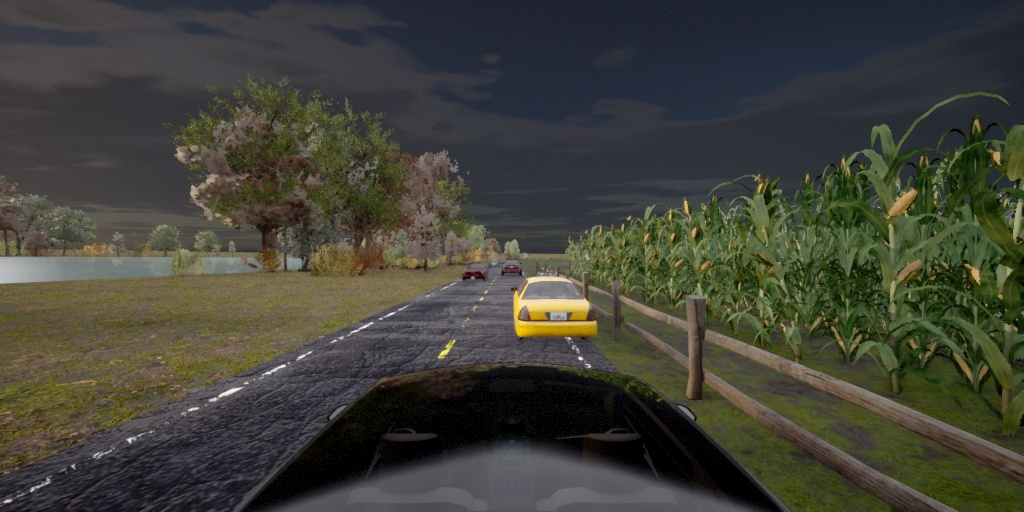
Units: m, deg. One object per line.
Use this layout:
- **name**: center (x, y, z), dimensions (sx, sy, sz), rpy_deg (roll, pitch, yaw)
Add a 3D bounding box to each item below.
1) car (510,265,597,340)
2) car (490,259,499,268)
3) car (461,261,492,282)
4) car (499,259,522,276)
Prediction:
- **car**: center (0.938, 1.204, 9.861), dimensions (1.801, 1.575, 5.366), rpy_deg (0, 0, 0)
- **car**: center (-2.927, 1.235, 60.888), dimensions (2.128, 1.511, 4.902), rpy_deg (0, 0, 0)
- **car**: center (-2.932, 1.346, 29.084), dimensions (1.895, 1.301, 4.718), rpy_deg (0, 0, 0)
- **car**: center (-0.031, 1.097, 37.931), dimensions (2.097, 1.767, 4.553), rpy_deg (0, 0, 0)
